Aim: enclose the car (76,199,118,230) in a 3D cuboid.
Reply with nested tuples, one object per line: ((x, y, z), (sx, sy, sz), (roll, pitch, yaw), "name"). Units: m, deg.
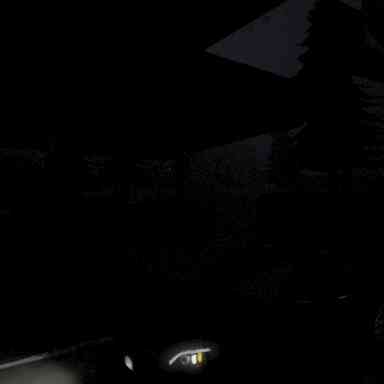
((-7.186, 1.489, 19.906), (4.611, 1.667, 2.242), (0, 0, -36), "car")

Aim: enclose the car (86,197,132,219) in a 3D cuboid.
((-6.985, 1.329, 27.035), (3.866, 1.878, 1.905), (0, 0, -36), "car")

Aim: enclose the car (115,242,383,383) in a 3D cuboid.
((1.238, 1.532, 4.862), (4.674, 1.442, 1.812), (0, 0, -35), "car")
